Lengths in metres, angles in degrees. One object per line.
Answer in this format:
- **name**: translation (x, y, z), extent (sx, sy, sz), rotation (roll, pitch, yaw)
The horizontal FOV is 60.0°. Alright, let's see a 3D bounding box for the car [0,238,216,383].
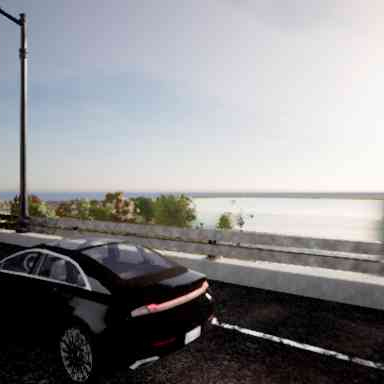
- **car**: translation (-1.959, 1.509, 5.409), extent (4.902, 1.511, 2.128), rotation (0, 0, 36)
